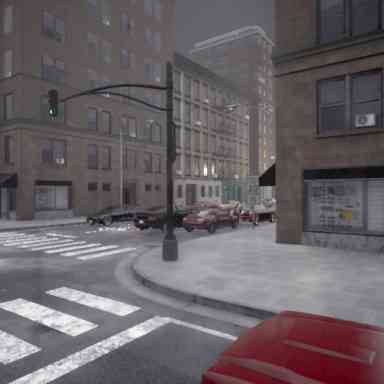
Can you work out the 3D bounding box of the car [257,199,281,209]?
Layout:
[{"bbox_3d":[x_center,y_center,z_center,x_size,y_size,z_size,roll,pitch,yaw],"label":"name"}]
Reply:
[{"bbox_3d":[10.683,1.597,46.016,1.802,1.307,4.206,0,0,36],"label":"car"}]

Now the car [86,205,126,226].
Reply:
[{"bbox_3d":[-5.389,1.586,23.589,1.947,1.339,4.313,0,0,36],"label":"car"}]

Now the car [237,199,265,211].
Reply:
[{"bbox_3d":[7.469,1.595,41.531,1.802,1.307,4.206,0,0,36],"label":"car"}]

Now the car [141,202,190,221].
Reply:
[{"bbox_3d":[-2.174,1.600,28.075,1.802,1.307,4.206,0,0,36],"label":"car"}]

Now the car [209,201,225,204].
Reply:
[{"bbox_3d":[1.040,1.561,32.560,1.887,1.381,4.507,0,0,36],"label":"car"}]

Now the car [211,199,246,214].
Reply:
[{"bbox_3d":[4.155,1.540,36.907,1.752,1.417,4.829,0,0,36],"label":"car"}]

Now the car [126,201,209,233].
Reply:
[{"bbox_3d":[-1.289,1.464,19.885,1.882,1.535,5.008,0,0,36],"label":"car"}]

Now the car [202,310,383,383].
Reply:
[{"bbox_3d":[2.320,1.601,2.034,4.718,1.301,1.895,0,0,36],"label":"car"}]

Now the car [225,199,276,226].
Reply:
[{"bbox_3d":[4.349,1.409,23.402,1.967,1.590,4.097,0,0,36],"label":"car"}]

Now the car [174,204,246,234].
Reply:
[{"bbox_3d":[1.135,1.553,18.916,1.802,1.307,4.206,0,0,36],"label":"car"}]

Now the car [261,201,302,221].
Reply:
[{"bbox_3d":[7.664,1.492,28.026,1.752,1.417,4.829,0,0,36],"label":"car"}]
